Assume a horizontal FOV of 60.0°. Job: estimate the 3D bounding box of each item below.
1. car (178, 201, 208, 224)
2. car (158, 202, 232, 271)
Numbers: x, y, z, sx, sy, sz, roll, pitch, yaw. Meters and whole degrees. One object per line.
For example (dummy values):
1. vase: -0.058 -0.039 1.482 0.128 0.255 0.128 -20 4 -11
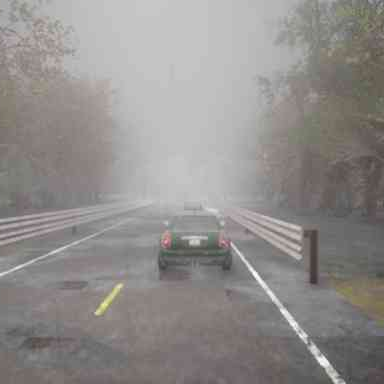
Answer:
1. car: 0.089 1.576 26.622 2.128 1.511 4.902 0 0 0
2. car: 0.085 1.389 11.170 2.097 1.767 4.553 0 0 0
